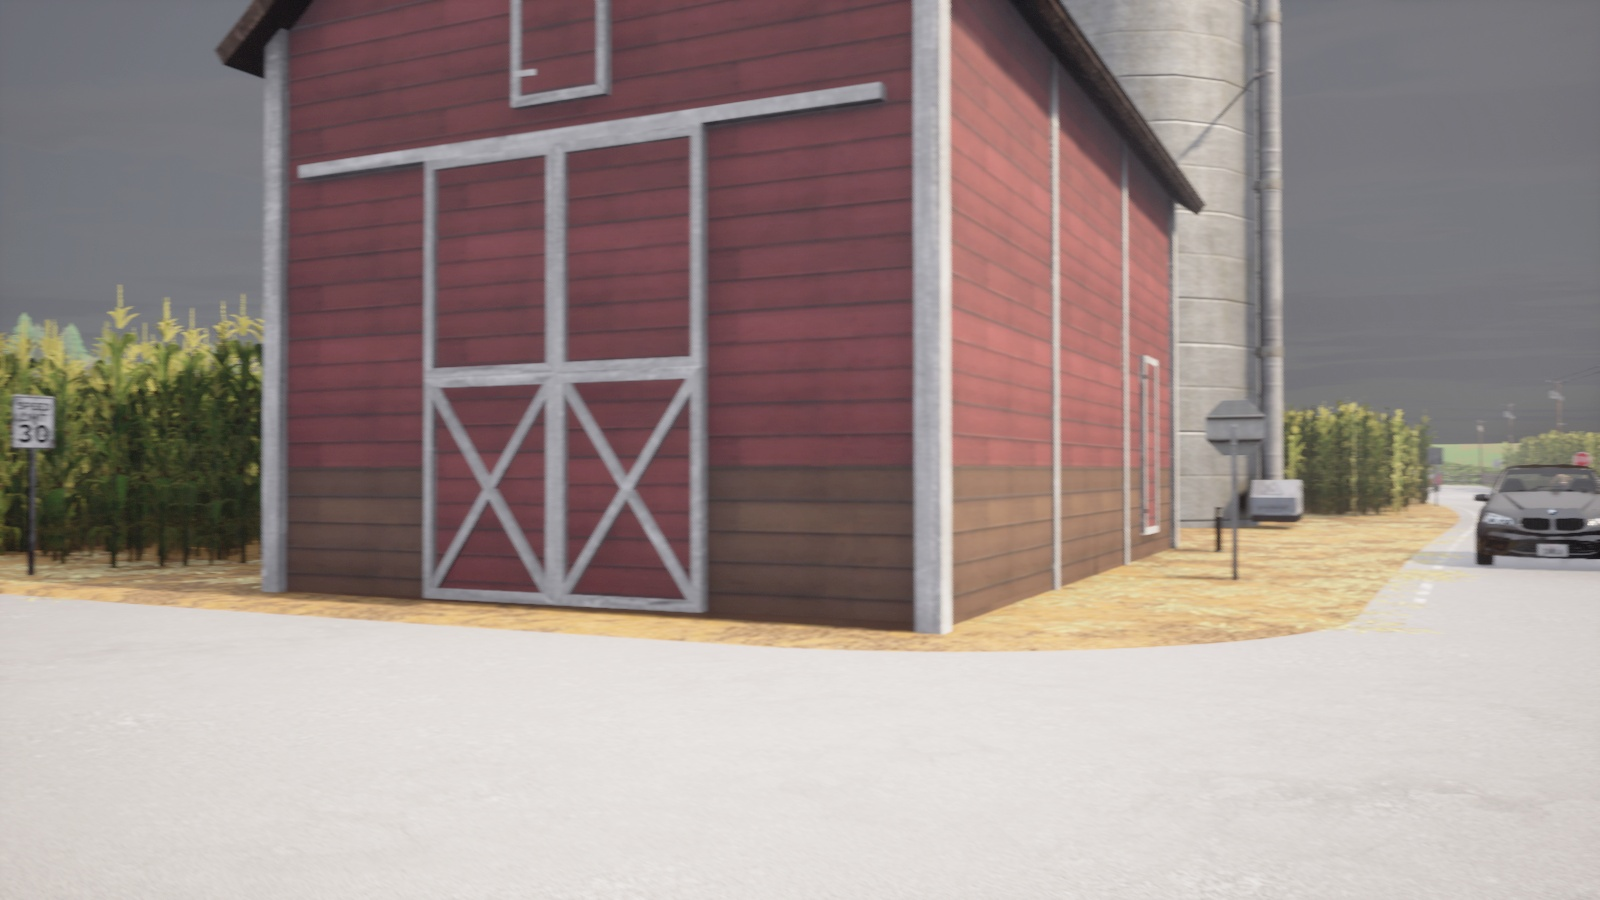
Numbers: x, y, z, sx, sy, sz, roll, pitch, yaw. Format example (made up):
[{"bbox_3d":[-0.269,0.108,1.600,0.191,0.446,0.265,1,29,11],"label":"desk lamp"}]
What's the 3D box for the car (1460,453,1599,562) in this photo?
[{"bbox_3d":[12.700,0.908,21.577,2.242,1.667,4.611,-1,-1,29],"label":"car"}]
